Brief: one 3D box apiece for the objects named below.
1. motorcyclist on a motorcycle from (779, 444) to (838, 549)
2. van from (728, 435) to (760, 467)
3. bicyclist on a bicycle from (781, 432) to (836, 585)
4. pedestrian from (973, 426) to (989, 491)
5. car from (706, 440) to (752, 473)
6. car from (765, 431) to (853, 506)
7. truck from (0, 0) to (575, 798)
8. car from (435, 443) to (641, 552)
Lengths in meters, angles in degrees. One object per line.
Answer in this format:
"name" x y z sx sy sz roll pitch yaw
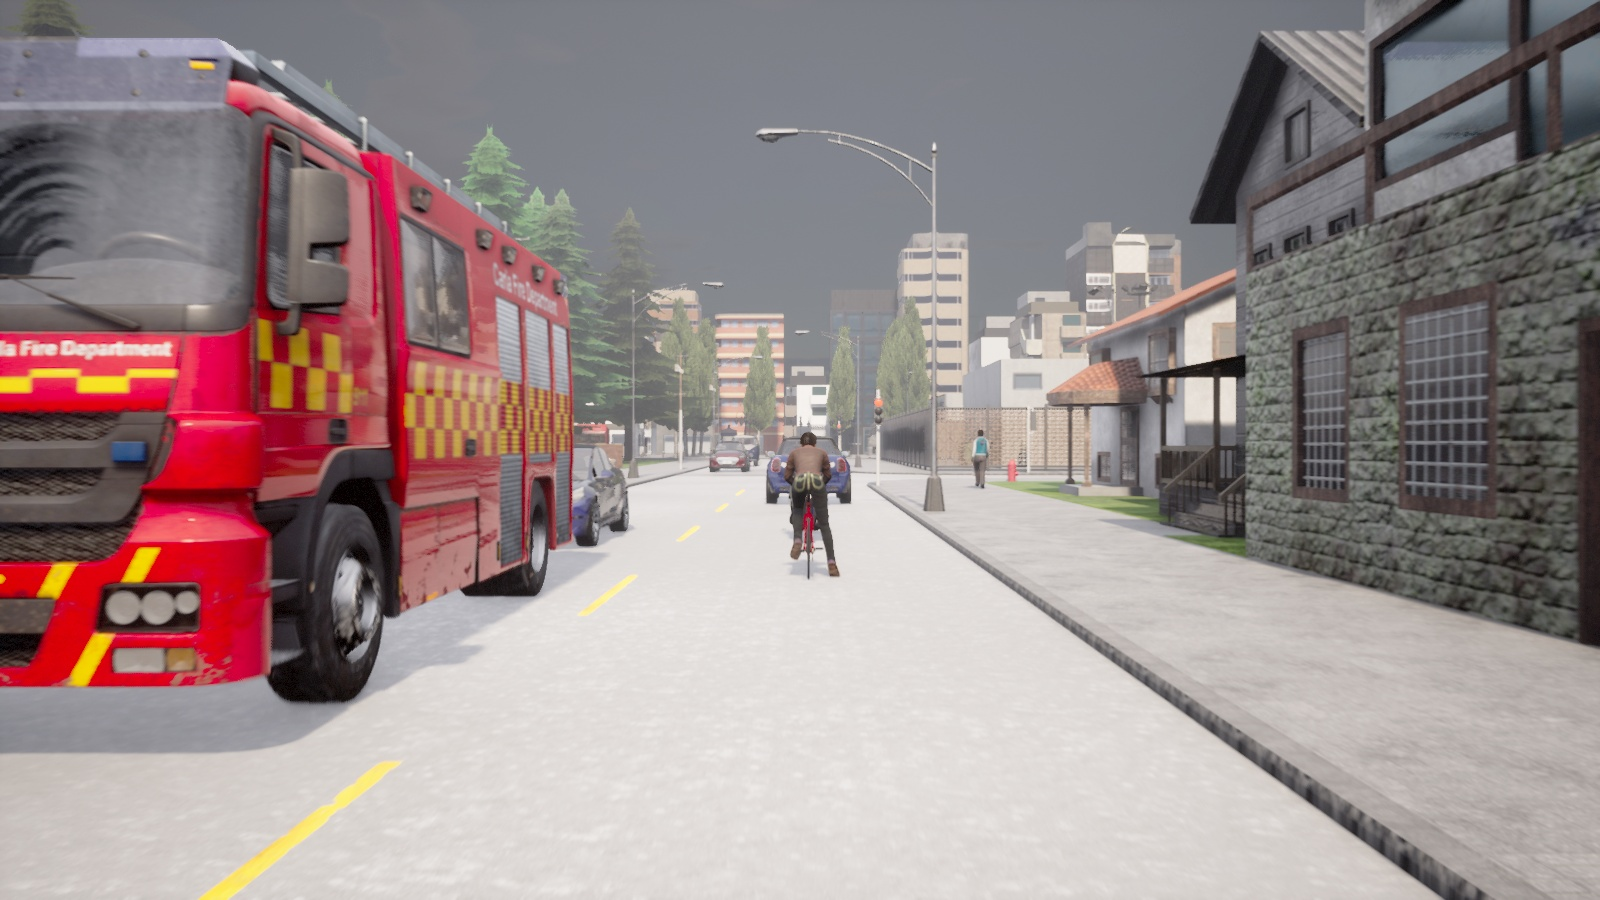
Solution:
"motorcyclist on a motorcycle" 0.125 0.672 19.476 0.866 1.530 2.191 0 0 0
"van" -3.532 0.048 79.830 1.775 1.987 4.442 0 0 0
"bicyclist on a bicycle" 0.096 0.620 14.139 0.582 1.620 1.656 0 0 0
"pedestrian" 5.448 0.247 37.882 0.396 1.930 0.692 0 0 0
"car" -3.617 0.309 64.761 2.033 1.649 4.856 0 0 0
"car" 0.206 0.424 32.129 2.097 1.767 4.553 0 0 0
"truck" -3.930 -0.474 9.501 2.891 3.827 8.468 0 0 0
"car" -3.873 0.633 19.513 2.163 1.488 4.792 0 0 0
